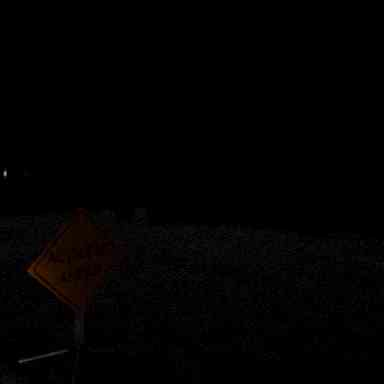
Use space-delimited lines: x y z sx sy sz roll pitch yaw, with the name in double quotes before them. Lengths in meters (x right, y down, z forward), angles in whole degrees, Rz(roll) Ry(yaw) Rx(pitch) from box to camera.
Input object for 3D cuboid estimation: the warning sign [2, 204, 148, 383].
"warning sign" -1.371 1.109 4.048 1.060 1.860 1.300 0 0 35
